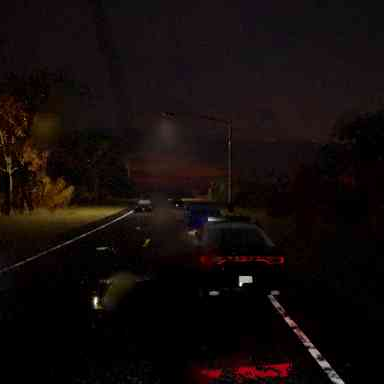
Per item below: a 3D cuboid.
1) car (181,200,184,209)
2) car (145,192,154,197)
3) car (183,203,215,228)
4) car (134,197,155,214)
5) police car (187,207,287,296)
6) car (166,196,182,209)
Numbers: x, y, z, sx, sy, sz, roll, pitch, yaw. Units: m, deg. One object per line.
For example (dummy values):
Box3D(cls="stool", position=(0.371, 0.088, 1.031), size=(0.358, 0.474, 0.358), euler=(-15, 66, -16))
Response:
Box3D(cls="car", position=(0.363, 1.513, 24.752), size=(1.812, 1.442, 4.674), euler=(0, 0, -3))
Box3D(cls="car", position=(-11.419, 1.152, 88.667), size=(2.150, 2.045, 5.566), euler=(0, 0, -8))
Box3D(cls="car", position=(0.645, 1.472, 18.725), size=(1.882, 1.535, 5.008), euler=(0, 0, -2))
Box3D(cls="car", position=(-4.992, 1.549, 35.178), size=(1.994, 1.385, 4.181), euler=(0, 0, -4))
Box3D(cls="police car", position=(0.949, 1.423, 8.784), size=(1.930, 1.638, 5.238), euler=(0, 0, -1))
Box3D(cls="car", position=(-2.191, 1.482, 45.630), size=(1.837, 1.490, 4.892), euler=(0, 0, -5))
